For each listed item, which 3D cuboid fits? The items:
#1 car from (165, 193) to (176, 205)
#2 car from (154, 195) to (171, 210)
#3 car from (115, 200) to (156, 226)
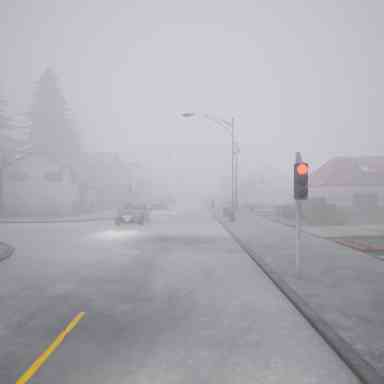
[{"bbox_3d":[-4.010,1.221,60.069,2.150,2.045,5.566,0,0,0],"label":"car"},{"bbox_3d":[-4.054,1.502,41.766,1.837,1.490,4.892,0,1,0],"label":"car"},{"bbox_3d":[-4.075,1.492,23.328,2.128,1.511,4.902,0,0,0],"label":"car"}]
